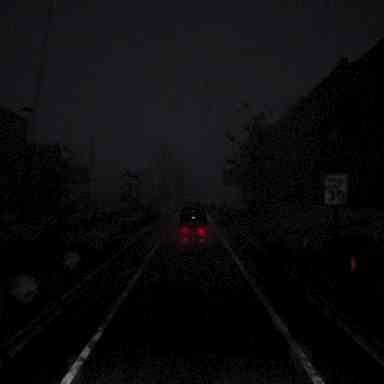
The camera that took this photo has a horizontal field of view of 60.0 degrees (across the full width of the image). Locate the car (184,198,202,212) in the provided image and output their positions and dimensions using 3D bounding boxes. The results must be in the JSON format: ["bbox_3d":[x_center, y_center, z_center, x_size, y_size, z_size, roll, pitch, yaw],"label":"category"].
[{"bbox_3d":[0.095,1.622,42.509,2.128,1.511,4.902,0,0,0],"label":"car"}]

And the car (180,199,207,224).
[{"bbox_3d":[0.097,1.568,25.240,2.128,1.511,4.902,0,0,0],"label":"car"}]
